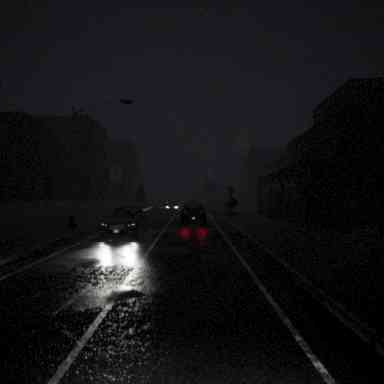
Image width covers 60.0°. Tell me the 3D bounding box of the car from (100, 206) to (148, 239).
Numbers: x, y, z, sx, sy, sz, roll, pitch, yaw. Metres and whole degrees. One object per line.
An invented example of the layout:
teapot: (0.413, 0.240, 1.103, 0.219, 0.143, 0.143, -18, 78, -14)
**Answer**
car: (-3.466, 1.529, 17.610, 2.128, 1.511, 4.902, 0, 0, 0)

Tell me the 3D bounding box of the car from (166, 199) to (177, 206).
car: (-3.529, 1.844, 59.582, 1.895, 1.301, 4.718, 0, 0, 1)

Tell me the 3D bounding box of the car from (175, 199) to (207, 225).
car: (0.102, 1.556, 24.804, 2.128, 1.511, 4.902, 0, 0, 0)

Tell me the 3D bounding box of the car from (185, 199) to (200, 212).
car: (0.112, 1.654, 42.911, 1.837, 1.490, 4.892, 0, 0, 0)
